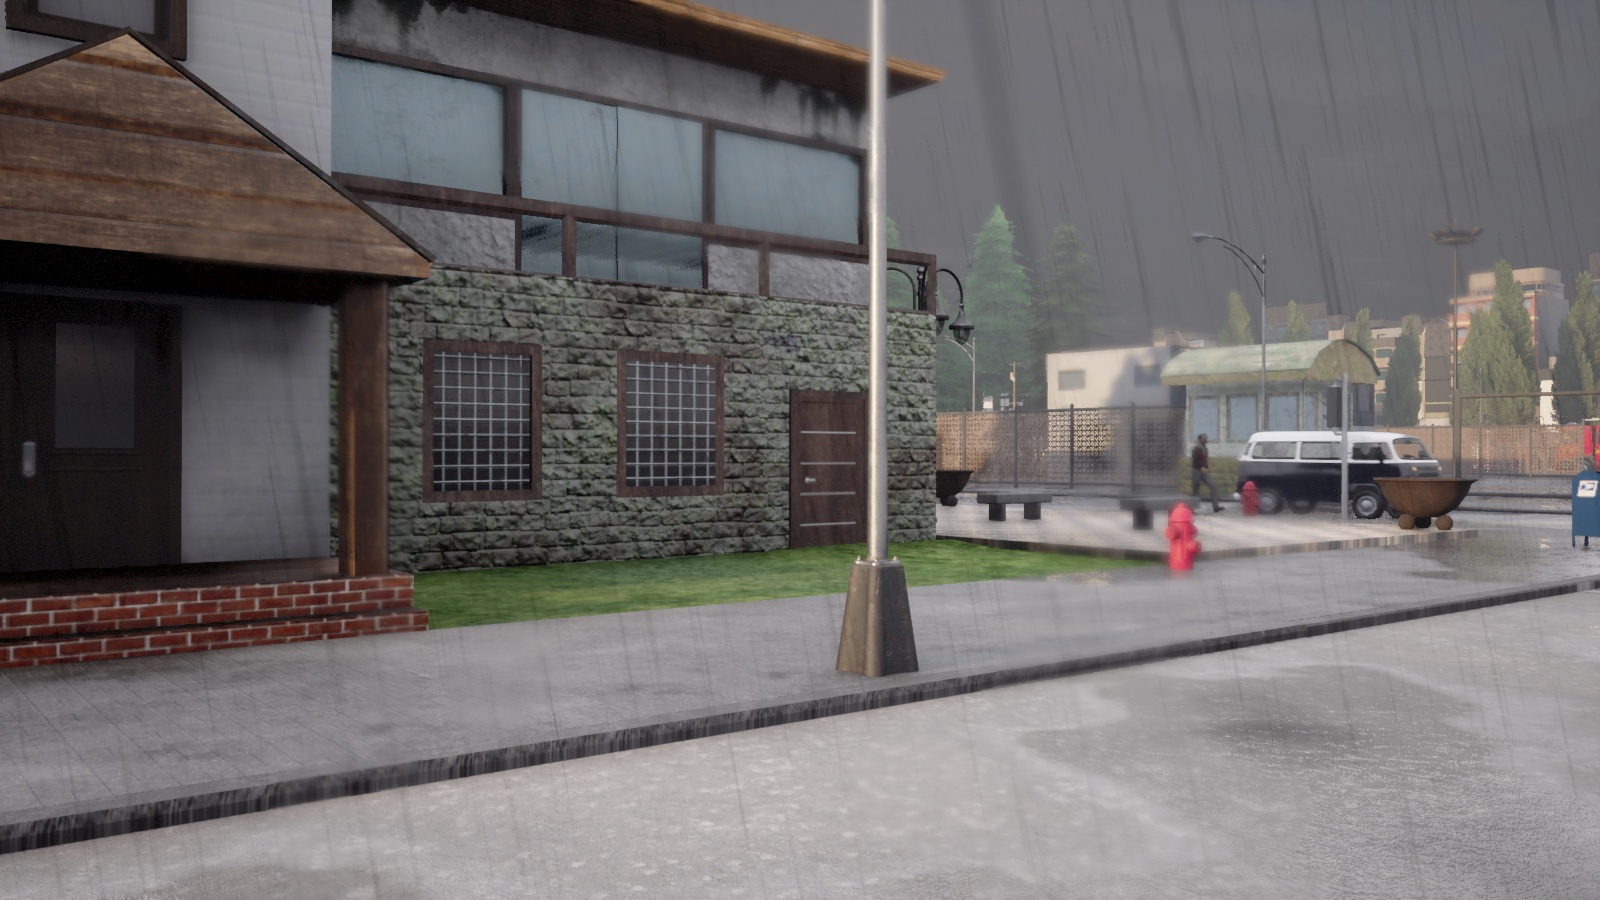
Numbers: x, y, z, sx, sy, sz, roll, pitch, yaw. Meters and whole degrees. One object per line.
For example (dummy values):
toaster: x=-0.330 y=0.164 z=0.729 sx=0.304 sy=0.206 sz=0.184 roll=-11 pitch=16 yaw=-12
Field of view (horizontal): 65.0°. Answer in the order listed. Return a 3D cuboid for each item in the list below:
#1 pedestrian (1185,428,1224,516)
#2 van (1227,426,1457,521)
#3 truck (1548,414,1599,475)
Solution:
pedestrian: x=8.674 y=0.469 z=26.937 sx=0.376 sy=1.854 sz=0.720 roll=0 pitch=0 yaw=-31
van: x=12.580 y=0.513 z=29.392 sx=2.069 sy=2.038 sz=4.480 roll=0 pitch=0 yaw=-38
truck: x=52.102 y=-0.338 z=78.686 sx=2.891 sy=3.827 sz=8.468 roll=0 pitch=0 yaw=-39
